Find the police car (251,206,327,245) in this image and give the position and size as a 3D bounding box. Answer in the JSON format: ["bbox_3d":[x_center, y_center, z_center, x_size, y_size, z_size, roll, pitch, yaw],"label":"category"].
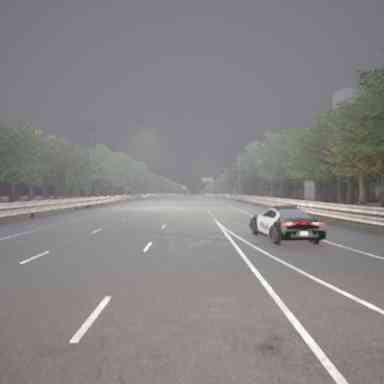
[{"bbox_3d":[4.124,1.406,15.278,2.038,1.542,4.974,0,1,-5],"label":"police car"}]
